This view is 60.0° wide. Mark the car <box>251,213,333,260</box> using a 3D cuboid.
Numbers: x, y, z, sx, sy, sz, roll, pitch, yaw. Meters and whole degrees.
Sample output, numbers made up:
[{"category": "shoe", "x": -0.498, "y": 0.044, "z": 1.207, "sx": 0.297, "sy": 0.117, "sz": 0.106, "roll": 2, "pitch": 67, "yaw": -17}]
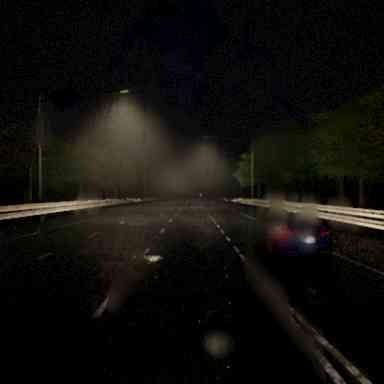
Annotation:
[{"category": "car", "x": 3.576, "y": 1.521, "z": 12.608, "sx": 2.163, "sy": 1.488, "sz": 4.792, "roll": 0, "pitch": 0, "yaw": -1}]
